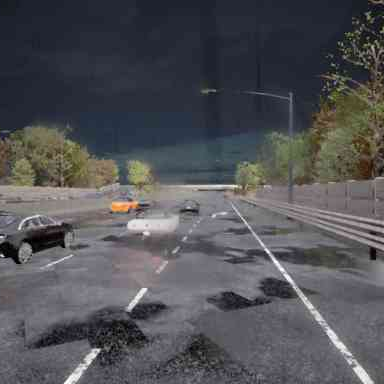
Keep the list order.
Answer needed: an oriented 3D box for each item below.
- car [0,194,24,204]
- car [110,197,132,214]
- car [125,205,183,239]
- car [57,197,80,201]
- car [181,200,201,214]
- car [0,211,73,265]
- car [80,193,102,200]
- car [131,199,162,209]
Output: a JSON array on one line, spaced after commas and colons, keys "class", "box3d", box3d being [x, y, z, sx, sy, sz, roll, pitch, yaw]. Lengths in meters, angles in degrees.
[{"class": "car", "box3d": [-24.267, 1.358, 43.842, 2.097, 1.767, 4.553, 0, 0, 6]}, {"class": "car", "box3d": [-7.217, 1.356, 35.909, 2.097, 1.767, 4.553, 0, 0, 5]}, {"class": "car", "box3d": [-1.856, 1.600, 17.520, 1.895, 1.301, 4.718, 0, 0, 5]}, {"class": "car", "box3d": [-19.969, 1.541, 52.381, 1.812, 1.442, 4.674, 0, 0, 5]}, {"class": "car", "box3d": [-0.163, 1.567, 36.161, 1.994, 1.385, 4.181, 0, 0, 5]}, {"class": "car", "box3d": [-5.898, 1.491, 11.701, 2.128, 1.511, 4.902, 0, 0, 5]}, {"class": "car", "box3d": [-16.341, 1.236, 53.650, 2.150, 2.045, 5.566, 0, 0, 5]}, {"class": "car", "box3d": [-4.071, 1.506, 31.840, 1.837, 1.490, 4.892, 0, 0, 5]}]
